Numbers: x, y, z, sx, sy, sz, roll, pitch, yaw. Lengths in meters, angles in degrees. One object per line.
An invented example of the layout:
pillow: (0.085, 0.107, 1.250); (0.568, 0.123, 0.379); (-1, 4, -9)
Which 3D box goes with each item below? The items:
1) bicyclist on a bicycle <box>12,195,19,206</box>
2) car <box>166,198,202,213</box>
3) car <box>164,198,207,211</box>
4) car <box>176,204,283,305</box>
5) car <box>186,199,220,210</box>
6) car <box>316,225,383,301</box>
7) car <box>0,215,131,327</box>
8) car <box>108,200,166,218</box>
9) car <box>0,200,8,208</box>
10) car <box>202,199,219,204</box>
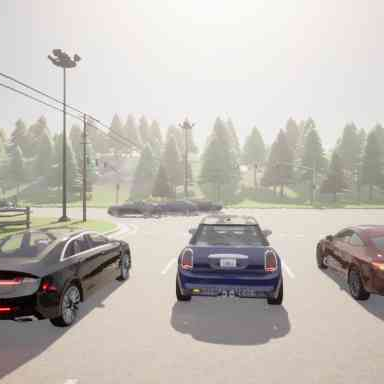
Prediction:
bicyclist on a bicycle: (-27.086, 1.305, 50.944); (0.582, 1.620, 1.656); (0, 0, 7)
car: (-1.632, 1.527, 33.197); (4.674, 1.442, 1.812); (0, 0, 7)
car: (-0.698, 1.494, 40.134); (4.902, 1.511, 2.128); (0, 0, 7)
car: (0.938, 1.352, 8.353); (2.097, 1.767, 4.553); (0, 0, 7)
car: (1.469, 1.566, 43.392); (4.181, 1.385, 1.994); (0, 0, 7)
car: (4.437, 1.526, 8.119); (1.812, 1.442, 4.674); (0, 0, 7)
car: (-2.744, 1.492, 7.068); (2.128, 1.511, 4.902); (0, 0, 7)
car: (-5.169, 1.493, 30.111); (4.902, 1.511, 2.128); (0, 0, 7)
car: (-28.953, 1.549, 47.182); (5.357, 1.411, 2.033); (0, 0, 7)
car: (1.029, 1.603, 36.391); (4.718, 1.301, 1.895); (0, 0, 7)
